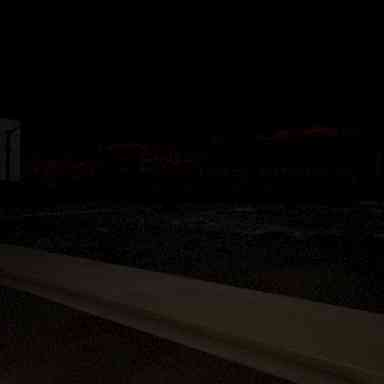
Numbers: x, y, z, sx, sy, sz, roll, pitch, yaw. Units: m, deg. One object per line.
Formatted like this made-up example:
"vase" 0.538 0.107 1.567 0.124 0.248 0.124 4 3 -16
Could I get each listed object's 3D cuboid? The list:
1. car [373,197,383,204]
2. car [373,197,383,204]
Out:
"car" 37.541 1.734 65.317 2.038 1.542 4.974 1 1 6
"car" 37.548 1.576 65.367 1.853 1.218 4.536 1 1 6
